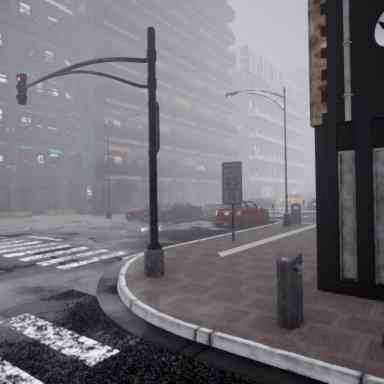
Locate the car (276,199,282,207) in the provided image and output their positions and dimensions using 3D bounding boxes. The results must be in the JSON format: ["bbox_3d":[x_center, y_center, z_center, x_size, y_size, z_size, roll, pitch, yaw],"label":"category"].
[{"bbox_3d":[9.509,1.310,43.031,1.947,1.339,4.313,-1,0,36],"label":"car"}]

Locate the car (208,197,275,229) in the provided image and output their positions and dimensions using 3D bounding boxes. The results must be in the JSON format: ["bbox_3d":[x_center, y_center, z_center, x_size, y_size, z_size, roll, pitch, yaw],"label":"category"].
[{"bbox_3d":[3.042,1.200,19.717,1.967,1.590,4.097,-1,0,36],"label":"car"}]

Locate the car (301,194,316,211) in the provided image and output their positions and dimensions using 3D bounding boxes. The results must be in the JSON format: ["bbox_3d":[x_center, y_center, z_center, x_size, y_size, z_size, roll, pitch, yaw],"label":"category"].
[{"bbox_3d":[12.951,1.195,33.521,1.947,1.339,4.313,-1,0,36],"label":"car"}]

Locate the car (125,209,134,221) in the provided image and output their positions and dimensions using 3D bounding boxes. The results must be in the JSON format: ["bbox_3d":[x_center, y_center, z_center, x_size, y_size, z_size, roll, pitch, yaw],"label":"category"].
[{"bbox_3d":[-3.175,1.458,25.755,1.887,1.381,4.507,-1,0,36],"label":"car"}]

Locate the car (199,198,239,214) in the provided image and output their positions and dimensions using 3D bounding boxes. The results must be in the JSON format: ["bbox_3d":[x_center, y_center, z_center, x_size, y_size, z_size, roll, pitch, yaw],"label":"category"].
[{"bbox_3d":[2.843,1.383,33.870,2.008,1.369,4.403,-1,0,36],"label":"car"}]

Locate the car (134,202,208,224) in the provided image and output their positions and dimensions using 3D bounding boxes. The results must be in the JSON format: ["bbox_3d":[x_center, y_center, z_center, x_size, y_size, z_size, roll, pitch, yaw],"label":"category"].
[{"bbox_3d":[-1.299,1.414,23.789,2.033,1.411,5.357,-1,0,36],"label":"car"}]

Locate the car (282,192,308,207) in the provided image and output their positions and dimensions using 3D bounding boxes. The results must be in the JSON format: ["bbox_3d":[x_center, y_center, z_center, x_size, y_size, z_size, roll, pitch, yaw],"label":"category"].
[{"bbox_3d":[13.056,1.027,43.442,2.097,1.767,4.553,-1,0,37],"label":"car"}]

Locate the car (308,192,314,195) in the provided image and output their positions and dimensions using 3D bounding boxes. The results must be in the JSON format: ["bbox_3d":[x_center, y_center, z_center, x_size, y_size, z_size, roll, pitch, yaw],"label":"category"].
[{"bbox_3d":[19.503,0.930,56.772,2.192,1.841,5.009,-1,0,36],"label":"car"}]
